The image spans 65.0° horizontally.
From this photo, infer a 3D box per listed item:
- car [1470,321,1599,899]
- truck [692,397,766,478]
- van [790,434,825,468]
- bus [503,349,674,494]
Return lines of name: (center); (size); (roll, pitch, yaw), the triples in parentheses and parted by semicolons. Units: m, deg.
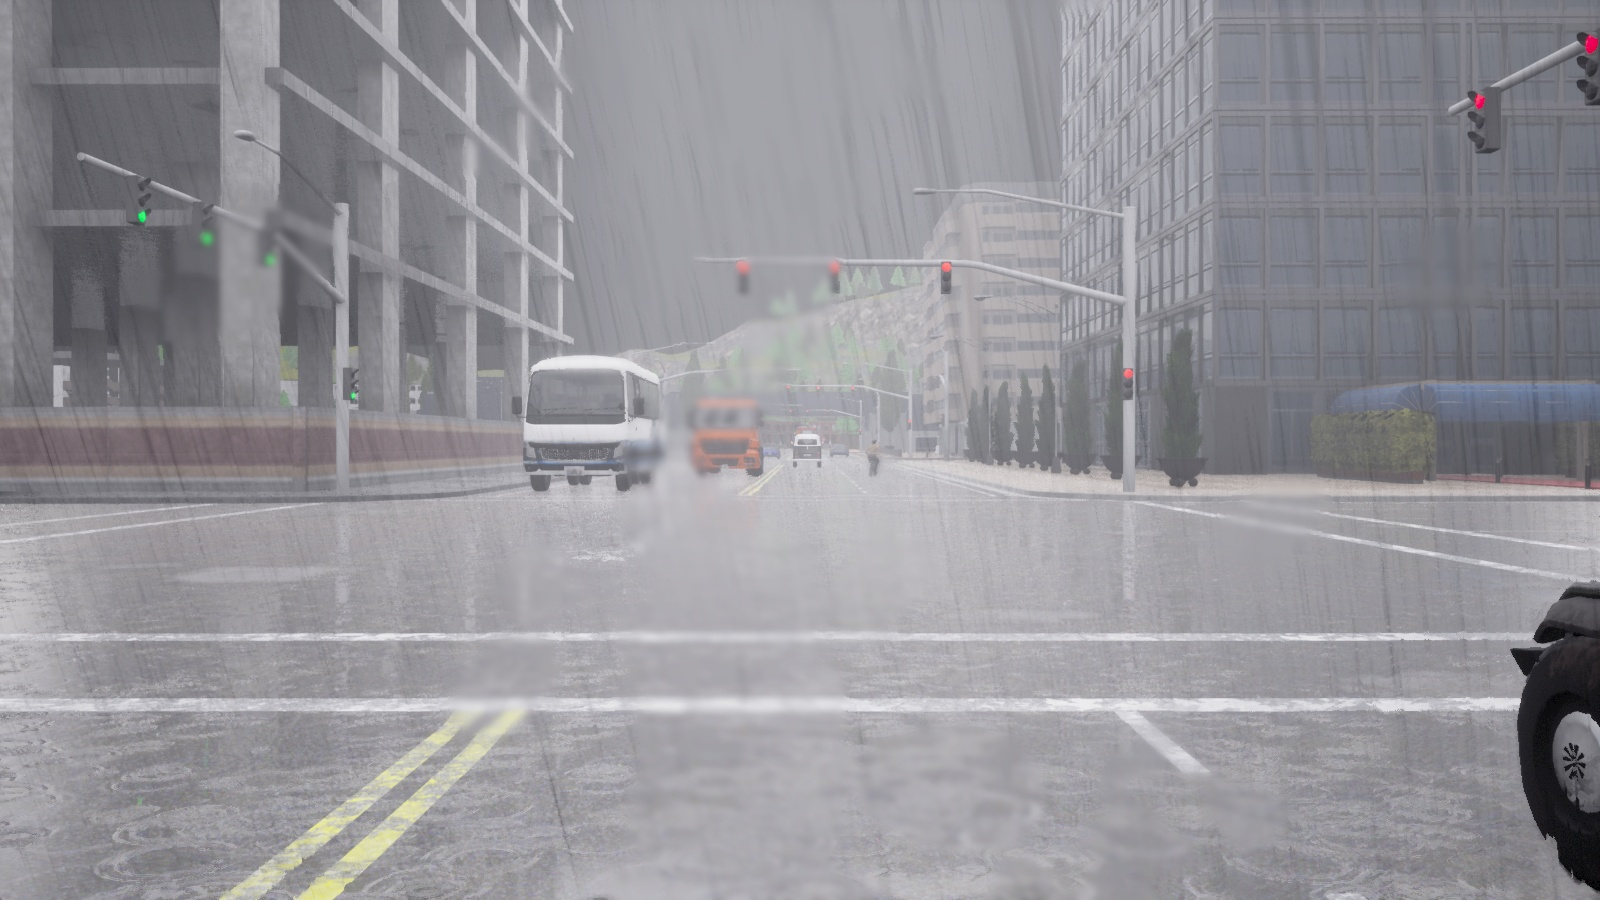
car: (3.532, 0.529, 2.910); (1.905, 1.878, 3.866); (0, 0, 0)
truck: (-3.159, -0.564, 57.809); (2.891, 3.462, 7.936); (0, 0, 0)
van: (0.452, 0.032, 77.677); (2.069, 2.038, 4.480); (0, 0, 0)
bus: (-6.747, -0.873, 42.103); (3.944, 4.253, 10.273); (0, 0, 0)
